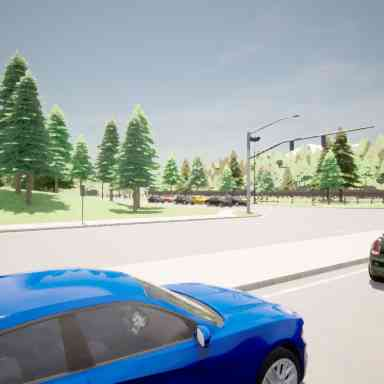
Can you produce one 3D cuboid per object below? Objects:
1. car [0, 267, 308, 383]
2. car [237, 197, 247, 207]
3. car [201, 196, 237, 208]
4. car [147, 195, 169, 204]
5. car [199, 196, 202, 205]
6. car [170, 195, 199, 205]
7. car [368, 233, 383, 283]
[{"bbox_3d":[-0.996,1.478,3.037,5.008,1.535,1.882,0,0,-35],"label":"car"},{"bbox_3d":[6.634,1.478,52.280,1.882,1.535,5.008,0,0,-35],"label":"car"},{"bbox_3d":[4.014,1.478,49.916,1.882,1.535,5.008,0,0,-35],"label":"car"},{"bbox_3d":[-7.185,1.505,66.047,1.837,1.490,4.892,0,0,-35],"label":"car"},{"bbox_3d":[1.162,1.478,60.137,1.882,1.535,5.008,0,0,-35],"label":"car"},{"bbox_3d":[-1.361,1.505,57.624,1.837,1.490,4.892,0,0,-35],"label":"car"},{"bbox_3d":[6.500,1.352,8.408,4.553,1.767,2.097,0,0,-35],"label":"car"}]
